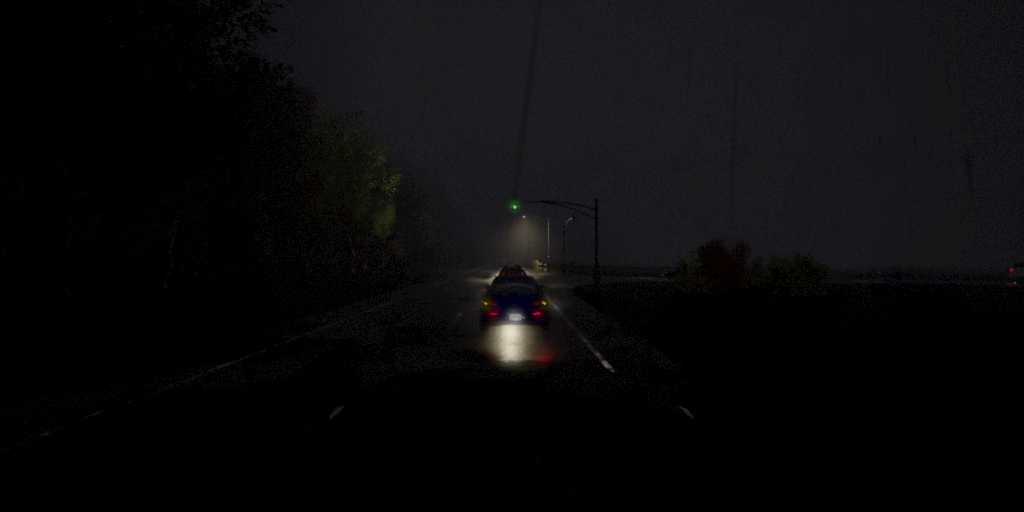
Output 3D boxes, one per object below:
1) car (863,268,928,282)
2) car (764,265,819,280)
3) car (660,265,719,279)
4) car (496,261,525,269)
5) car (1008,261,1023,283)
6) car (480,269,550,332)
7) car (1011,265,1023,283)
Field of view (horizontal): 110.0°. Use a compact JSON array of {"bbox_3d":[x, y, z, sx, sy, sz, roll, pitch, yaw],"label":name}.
[{"bbox_3d":[38.274,1.846,35.866,4.718,1.301,1.895,1,-1,0],"label":"car"},{"bbox_3d":[27.972,1.626,35.895,4.902,1.511,2.128,1,-1,0],"label":"car"},{"bbox_3d":[17.790,1.571,35.937,5.357,1.411,2.033,1,-1,1],"label":"car"},{"bbox_3d":[0.039,1.337,26.877,1.994,1.385,4.181,0,0,0],"label":"car"},{"bbox_3d":[48.476,1.514,32.259,5.566,2.045,2.150,1,-1,0],"label":"car"},{"bbox_3d":[0.081,1.284,10.809,1.812,1.442,4.674,0,0,0],"label":"car"},{"bbox_3d":[53.484,1.802,35.745,4.553,1.767,2.097,1,-1,0],"label":"car"}]
